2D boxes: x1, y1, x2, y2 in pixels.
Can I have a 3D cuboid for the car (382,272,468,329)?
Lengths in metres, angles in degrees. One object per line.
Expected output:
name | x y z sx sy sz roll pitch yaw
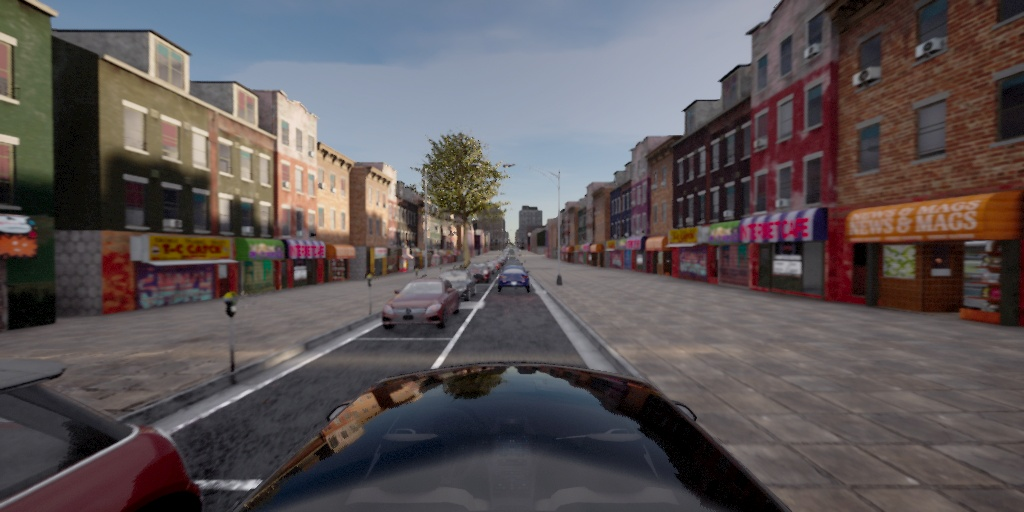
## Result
car | -2.635 1.338 11.235 1.802 1.307 4.207 0 0 0

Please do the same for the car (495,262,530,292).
car | 0.107 1.291 21.575 1.812 1.442 4.674 0 0 0

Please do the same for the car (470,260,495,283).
car | -2.629 1.202 27.840 1.967 1.591 4.097 0 0 0

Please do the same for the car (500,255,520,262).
car | 0.112 1.097 37.548 2.097 1.767 4.553 0 0 0

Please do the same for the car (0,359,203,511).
car | -2.638 1.191 0.173 1.967 1.591 4.097 0 0 0

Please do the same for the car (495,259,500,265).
car | -2.625 1.292 38.911 2.007 1.370 4.403 0 0 0

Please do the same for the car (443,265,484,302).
car | -2.633 1.312 16.768 2.007 1.370 4.403 0 0 0
